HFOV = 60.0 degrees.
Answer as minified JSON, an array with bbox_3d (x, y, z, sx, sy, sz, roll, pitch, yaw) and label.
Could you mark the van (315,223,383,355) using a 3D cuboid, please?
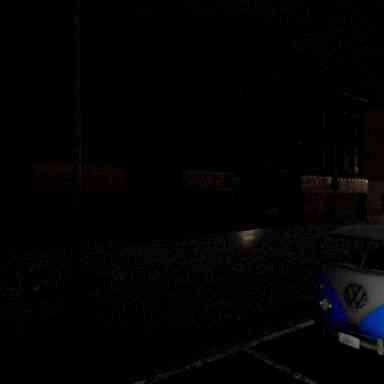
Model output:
[{"bbox_3d":[3.717,1.386,5.468,3.998,1.788,1.690,1,-1,-35],"label":"van"}]
